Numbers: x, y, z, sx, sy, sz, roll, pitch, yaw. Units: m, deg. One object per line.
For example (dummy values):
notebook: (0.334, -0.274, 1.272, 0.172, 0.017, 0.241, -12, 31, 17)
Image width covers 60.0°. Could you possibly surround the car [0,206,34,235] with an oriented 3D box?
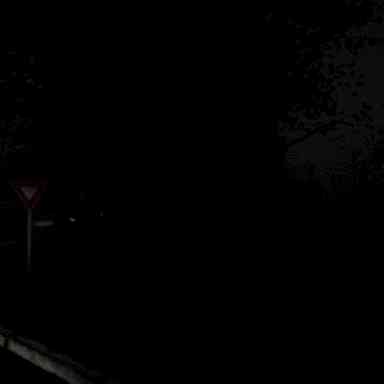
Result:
car: (-10.746, 1.543, 19.030, 2.128, 1.511, 4.902, 0, 0, -4)
